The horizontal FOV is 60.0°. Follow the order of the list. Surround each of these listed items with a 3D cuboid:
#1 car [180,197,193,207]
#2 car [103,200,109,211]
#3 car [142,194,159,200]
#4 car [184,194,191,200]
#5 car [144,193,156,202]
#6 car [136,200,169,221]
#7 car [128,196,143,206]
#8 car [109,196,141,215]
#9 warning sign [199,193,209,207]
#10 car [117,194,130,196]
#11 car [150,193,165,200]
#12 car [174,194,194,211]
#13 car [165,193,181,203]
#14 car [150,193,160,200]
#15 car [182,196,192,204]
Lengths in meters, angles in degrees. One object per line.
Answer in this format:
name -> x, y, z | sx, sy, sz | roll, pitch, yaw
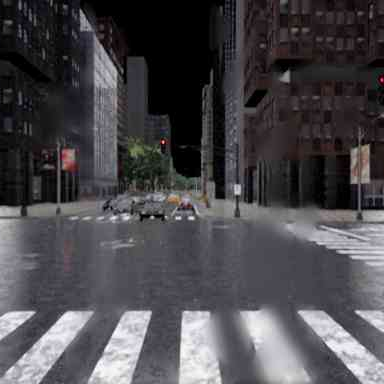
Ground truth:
car -> -0.828, 1.505, 50.220 | 1.802, 1.307, 4.206 | 0, 0, -1
car -> -9.250, 1.488, 39.292 | 1.947, 1.339, 4.313 | 0, 0, -1
car -> -6.670, 1.470, 49.823 | 2.033, 1.411, 5.357 | 0, 0, 0
car -> -1.189, 1.381, 88.194 | 1.967, 1.590, 4.097 | 0, 0, -1
car -> -9.612, 1.248, 77.273 | 2.192, 1.841, 5.009 | 0, 0, -1
car -> -3.044, 1.520, 26.420 | 1.895, 1.301, 4.718 | 0, 0, -4
car -> -9.403, 1.449, 55.400 | 1.752, 1.417, 4.829 | 0, 0, -1
car -> -6.481, 1.425, 32.719 | 1.837, 1.490, 4.892 | 0, 0, -1
warning sign -> 1.550, 1.037, 43.062 | 1.300, 1.860, 1.060 | 0, 0, -1
car -> -9.303, 1.237, 44.718 | 2.192, 1.841, 5.009 | 0, 0, -1
car -> -6.765, 1.161, 68.814 | 2.150, 2.045, 5.566 | 0, 0, -1
car -> -0.726, 1.362, 39.371 | 1.967, 1.590, 4.097 | 0, 0, -1
car -> -3.734, 1.404, 65.522 | 1.882, 1.535, 5.008 | 0, 0, -1
car -> -9.715, 1.256, 88.125 | 2.192, 1.841, 5.009 | 0, 0, -1
car -> -0.932, 1.470, 61.070 | 1.887, 1.381, 4.507 | 0, 0, -1
